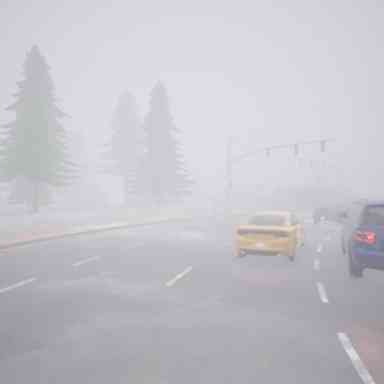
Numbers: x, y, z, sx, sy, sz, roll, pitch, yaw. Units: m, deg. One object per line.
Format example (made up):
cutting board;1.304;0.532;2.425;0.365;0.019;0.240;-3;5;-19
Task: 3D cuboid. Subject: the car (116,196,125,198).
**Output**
car;-16.435;1.067;74.772;2.097;1.767;4.553;0;0;-40

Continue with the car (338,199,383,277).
car;5.713;1.201;9.853;2.150;2.045;5.566;0;0;21

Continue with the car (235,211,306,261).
car;3.064;1.452;12.402;1.882;1.535;5.008;0;0;24

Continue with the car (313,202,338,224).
car;10.199;1.455;23.500;1.837;1.490;4.892;0;0;43

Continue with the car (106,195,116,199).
car;-19.084;1.242;72.484;1.812;1.442;4.674;0;0;-40

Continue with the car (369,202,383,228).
car;13.437;1.429;21.823;1.882;1.535;5.008;0;0;44
